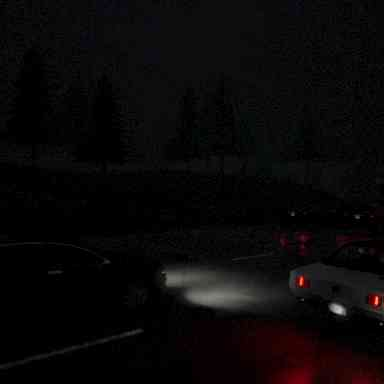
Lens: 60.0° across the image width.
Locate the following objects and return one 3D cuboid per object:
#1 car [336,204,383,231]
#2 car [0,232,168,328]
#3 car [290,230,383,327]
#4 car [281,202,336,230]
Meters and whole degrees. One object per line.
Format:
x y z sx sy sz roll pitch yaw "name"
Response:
11.258 1.499 20.376 4.553 1.767 2.097 1 0 -35 "car"
-2.755 1.512 6.081 4.892 1.490 1.837 1 -1 -35 "car"
4.204 1.652 6.745 4.718 1.301 1.895 0 0 -35 "car"
8.159 1.490 22.464 4.553 1.767 2.097 1 0 -35 "car"
